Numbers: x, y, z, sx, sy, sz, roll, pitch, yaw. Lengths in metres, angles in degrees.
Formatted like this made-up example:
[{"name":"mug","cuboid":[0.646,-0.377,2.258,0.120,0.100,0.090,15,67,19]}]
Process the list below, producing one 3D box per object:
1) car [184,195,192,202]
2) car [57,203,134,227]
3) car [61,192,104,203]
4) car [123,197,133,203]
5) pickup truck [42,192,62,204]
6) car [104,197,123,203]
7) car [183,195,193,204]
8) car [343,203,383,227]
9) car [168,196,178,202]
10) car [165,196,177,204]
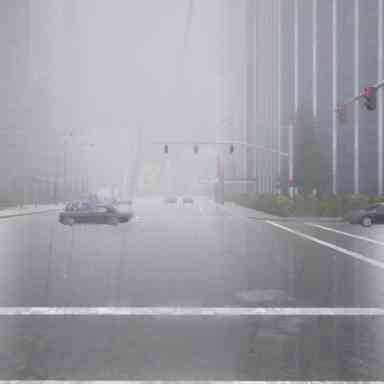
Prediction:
[{"name":"car","cuboid":[-0.854,1.387,75.632,1.882,1.535,5.008,0,0,0]},{"name":"car","cuboid":[-6.324,1.601,22.081,4.718,1.301,1.895,0,0,0]},{"name":"car","cuboid":[-11.101,1.221,34.272,2.150,2.045,5.566,0,0,0]},{"name":"car","cuboid":[-11.260,1.526,56.549,1.812,1.442,4.674,0,0,0]},{"name":"pickup truck","cuboid":[-24.342,1.059,60.073,2.390,2.098,6.274,0,0,30]},{"name":"car","cuboid":[-11.176,1.491,44.677,2.128,1.511,4.902,0,0,0]},{"name":"car","cuboid":[-0.766,1.526,65.381,1.812,1.442,4.674,0,0,0]},{"name":"car","cuboid":[12.626,1.504,22.122,4.892,1.490,1.837,0,0,0]},{"name":"car","cuboid":[-4.350,1.540,75.301,2.033,1.411,5.357,0,0,0]},{"name":"car","cuboid":[-4.149,1.601,63.393,1.895,1.301,4.718,0,0,0]}]
